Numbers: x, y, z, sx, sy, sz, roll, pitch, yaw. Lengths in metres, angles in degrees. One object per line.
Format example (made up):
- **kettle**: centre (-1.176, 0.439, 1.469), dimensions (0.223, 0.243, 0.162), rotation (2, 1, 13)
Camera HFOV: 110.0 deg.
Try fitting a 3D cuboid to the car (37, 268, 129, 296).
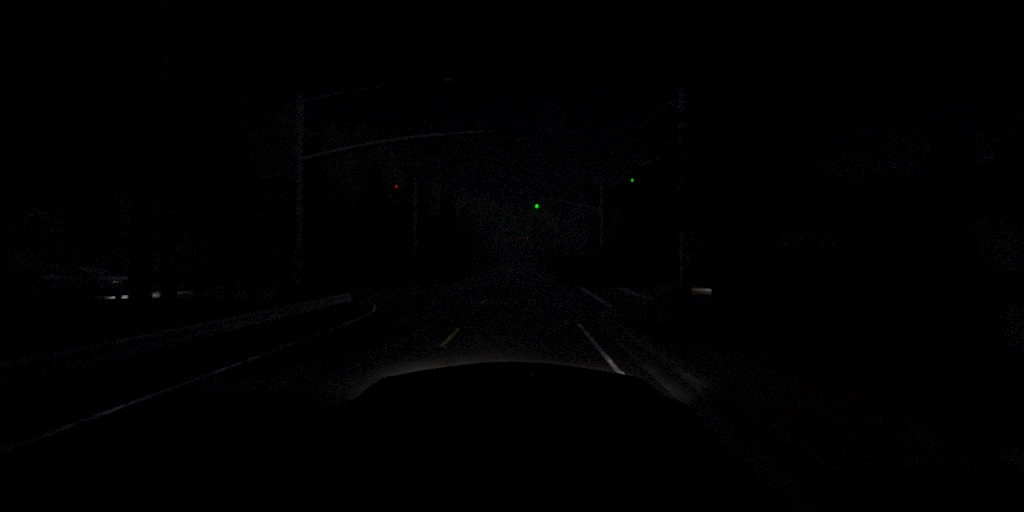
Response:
- **car**: centre (-22.893, 1.355, 19.576), dimensions (4.674, 1.442, 1.812), rotation (0, 0, 0)
